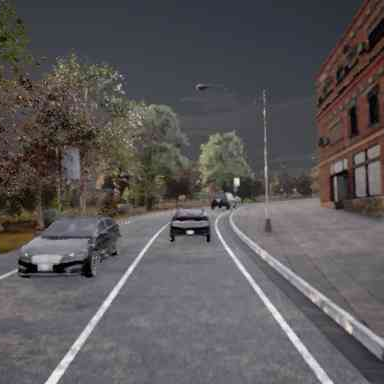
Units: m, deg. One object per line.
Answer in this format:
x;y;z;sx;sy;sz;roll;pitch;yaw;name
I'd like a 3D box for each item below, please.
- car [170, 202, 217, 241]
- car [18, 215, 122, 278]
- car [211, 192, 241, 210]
-0.046;1.473;16.450;2.128;1.511;4.902;0;0;1;car
-3.438;1.491;10.215;2.128;1.511;4.902;0;0;0;car
3.843;1.053;39.595;2.150;2.045;5.566;-2;0;20;car
